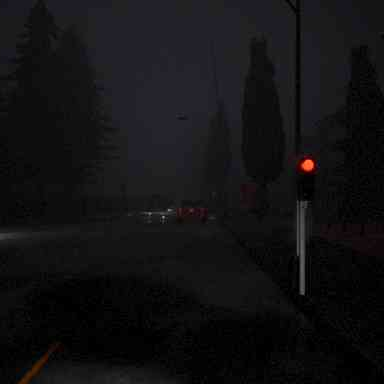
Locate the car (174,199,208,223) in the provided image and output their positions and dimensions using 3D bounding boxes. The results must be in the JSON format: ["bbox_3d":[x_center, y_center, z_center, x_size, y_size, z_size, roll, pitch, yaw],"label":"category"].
[{"bbox_3d":[0.114,1.352,25.814,2.097,1.767,4.553,0,0,4],"label":"car"}]

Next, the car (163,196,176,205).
[{"bbox_3d":[-4.086,1.547,61.943,2.033,1.411,5.357,0,0,0],"label":"car"}]

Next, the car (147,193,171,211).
[{"bbox_3d":[-4.138,1.221,40.804,2.150,2.045,5.566,0,0,0],"label":"car"}]

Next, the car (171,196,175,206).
[{"bbox_3d":[-4.133,1.221,51.240,2.150,2.045,5.566,0,0,0],"label":"car"}]
